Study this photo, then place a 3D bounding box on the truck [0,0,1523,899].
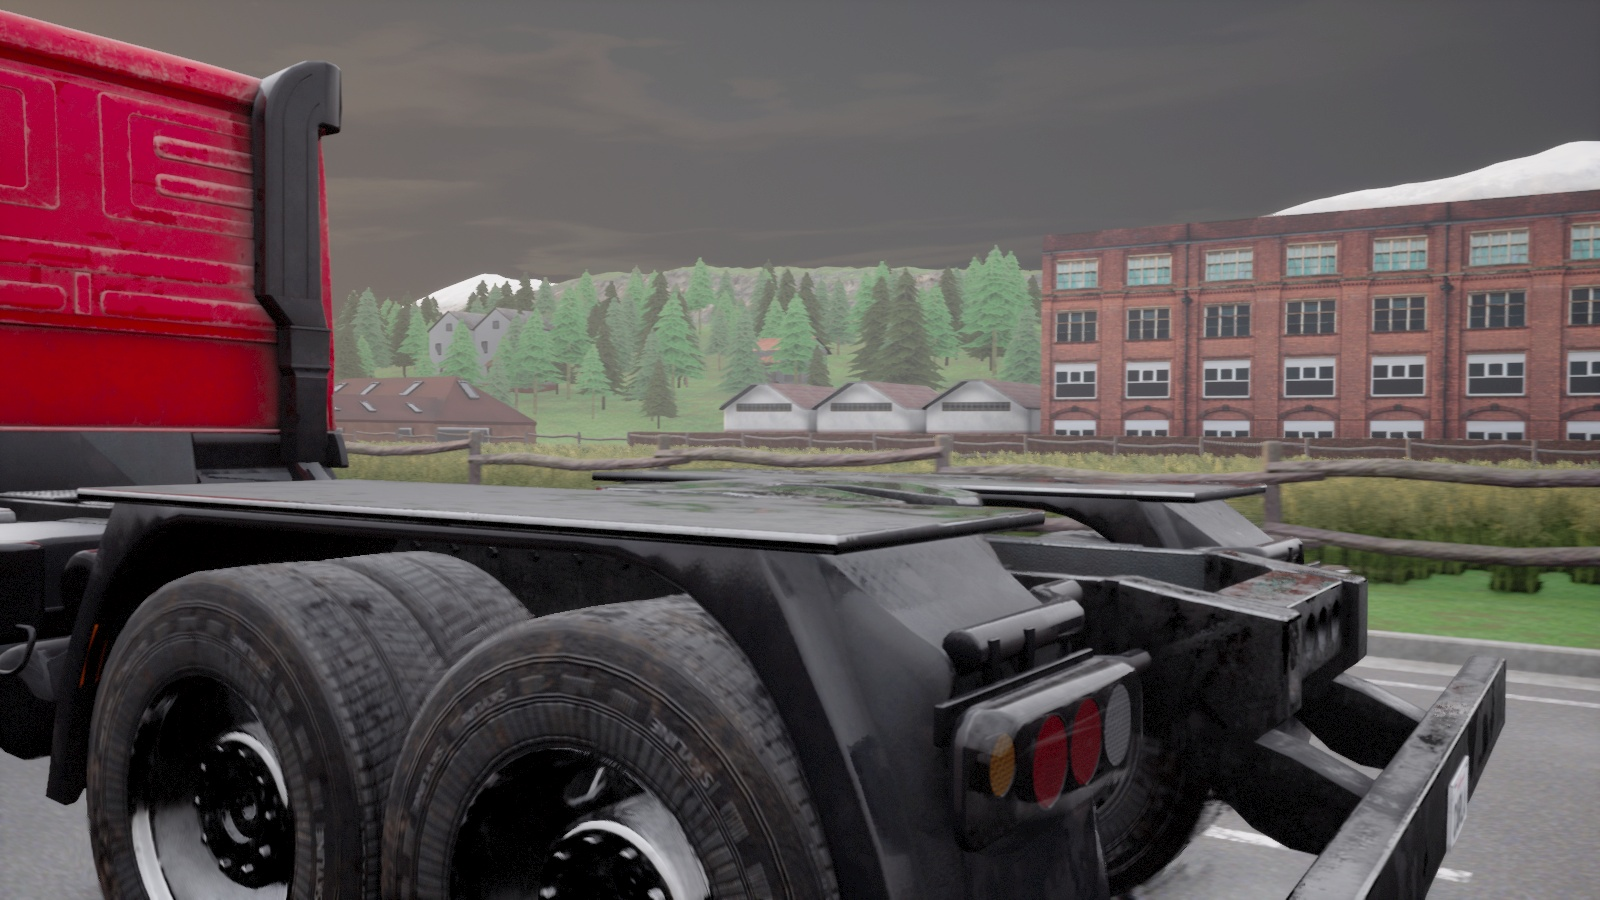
[{"bbox_3d":[-1.884,-0.300,4.856,7.936,3.462,2.891,0,1,34],"label":"truck"}]
